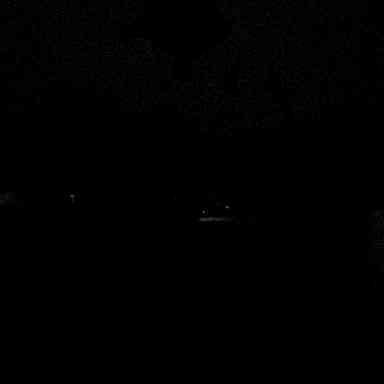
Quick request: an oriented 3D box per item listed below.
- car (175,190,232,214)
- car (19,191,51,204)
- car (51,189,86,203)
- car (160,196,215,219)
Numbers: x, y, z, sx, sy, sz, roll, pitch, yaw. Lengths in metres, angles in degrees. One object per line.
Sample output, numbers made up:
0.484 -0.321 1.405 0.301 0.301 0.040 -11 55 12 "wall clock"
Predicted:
0.803 0.854 29.384 5.566 2.045 2.150 2 2 39 "car"
-19.668 0.635 41.578 5.357 1.411 2.033 3 3 39 "car"
-15.710 0.448 42.855 4.553 1.767 2.097 3 3 39 "car"
-0.666 1.298 26.079 4.181 1.385 1.994 1 2 39 "car"
